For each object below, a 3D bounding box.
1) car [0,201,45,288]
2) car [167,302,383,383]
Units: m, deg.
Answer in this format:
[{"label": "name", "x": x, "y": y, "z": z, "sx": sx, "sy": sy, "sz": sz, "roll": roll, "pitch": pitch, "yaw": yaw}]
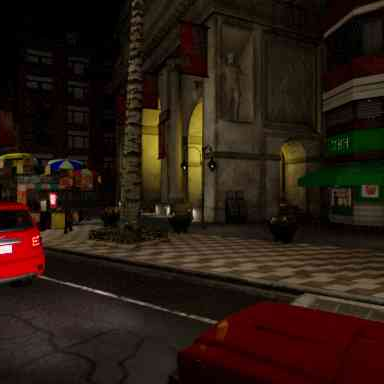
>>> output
[{"label": "car", "x": -5.856, "y": 1.221, "z": 8.059, "sx": 5.566, "sy": 2.045, "sz": 2.150, "roll": 0, "pitch": 0, "yaw": 36}, {"label": "car", "x": 2.106, "y": 1.601, "z": 2.346, "sx": 4.718, "sy": 1.301, "sz": 1.895, "roll": 0, "pitch": 0, "yaw": 36}]
